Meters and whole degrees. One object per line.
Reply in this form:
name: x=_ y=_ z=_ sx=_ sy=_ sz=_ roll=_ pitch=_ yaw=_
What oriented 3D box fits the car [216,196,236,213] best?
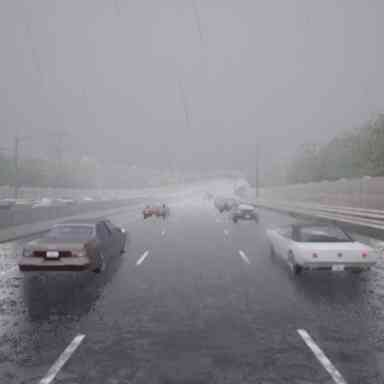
car: x=4.144 y=1.436 z=37.626 sx=2.097 sy=1.767 sz=4.553 roll=0 pitch=0 yaw=2

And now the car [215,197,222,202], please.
car: x=7.216 y=2.008 z=92.064 sx=1.895 sy=1.301 sz=4.718 roll=0 pitch=0 yaw=5

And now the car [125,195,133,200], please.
car: x=-14.756 y=1.294 z=79.648 sx=2.097 sy=1.767 sz=4.553 roll=0 pitch=0 yaw=4

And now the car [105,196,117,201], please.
car: x=-18.496 y=1.724 z=76.135 sx=2.128 sy=1.511 sz=4.902 roll=0 pitch=0 yaw=4

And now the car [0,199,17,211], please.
car: x=-20.522 y=1.524 z=35.142 sx=2.128 sy=1.511 sz=4.902 roll=0 pitch=0 yaw=2

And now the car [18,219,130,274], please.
car: x=-3.335 y=1.549 z=10.518 sx=2.033 sy=1.411 sz=5.357 roll=0 pitch=0 yaw=1

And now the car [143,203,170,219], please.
car: x=-3.002 y=1.635 z=29.019 sx=1.895 sy=1.301 sz=4.718 roll=0 pitch=0 yaw=1

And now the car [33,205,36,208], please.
car: x=-16.887 y=1.582 z=39.174 sx=1.812 sy=1.442 sz=4.674 roll=0 pitch=0 yaw=2

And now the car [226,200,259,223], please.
car: x=3.917 y=1.557 z=25.485 sx=1.812 sy=1.442 sz=4.674 roll=0 pitch=0 yaw=1

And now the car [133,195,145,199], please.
car: x=-11.513 y=1.813 z=75.642 sx=1.895 sy=1.301 sz=4.718 roll=0 pitch=0 yaw=4

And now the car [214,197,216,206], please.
car: x=4.556 y=1.721 z=48.544 sx=1.994 sy=1.385 sz=4.181 roll=0 pitch=0 yaw=2

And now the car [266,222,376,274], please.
car: x=3.668 y=1.607 z=10.513 sx=1.895 sy=1.301 sz=4.718 roll=0 pitch=0 yaw=0

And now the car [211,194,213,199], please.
car: x=5.682 y=1.690 z=70.276 sx=2.097 sy=1.767 sz=4.553 roll=0 pitch=0 yaw=3

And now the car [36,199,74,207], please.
car: x=-13.551 y=1.588 z=34.367 sx=2.033 sy=1.411 sz=5.357 roll=0 pitch=0 yaw=2
